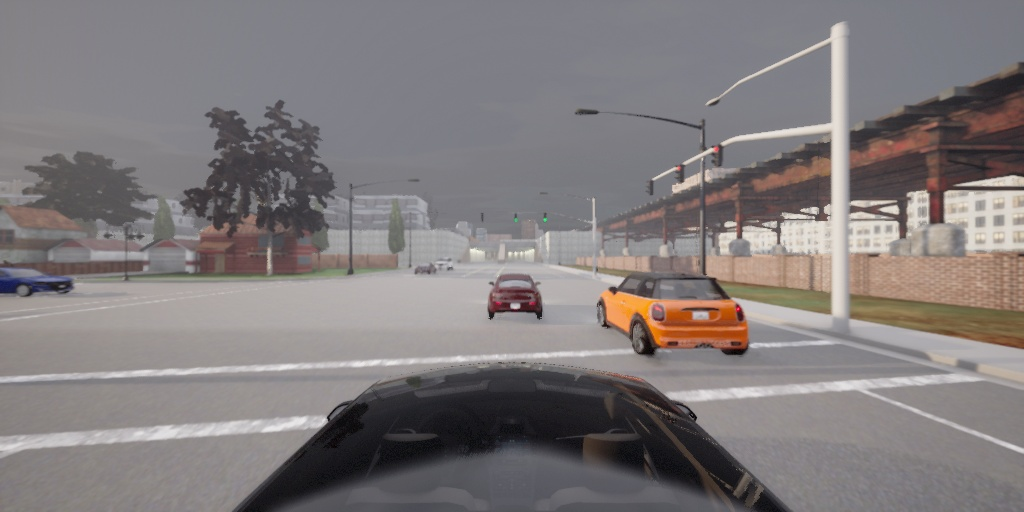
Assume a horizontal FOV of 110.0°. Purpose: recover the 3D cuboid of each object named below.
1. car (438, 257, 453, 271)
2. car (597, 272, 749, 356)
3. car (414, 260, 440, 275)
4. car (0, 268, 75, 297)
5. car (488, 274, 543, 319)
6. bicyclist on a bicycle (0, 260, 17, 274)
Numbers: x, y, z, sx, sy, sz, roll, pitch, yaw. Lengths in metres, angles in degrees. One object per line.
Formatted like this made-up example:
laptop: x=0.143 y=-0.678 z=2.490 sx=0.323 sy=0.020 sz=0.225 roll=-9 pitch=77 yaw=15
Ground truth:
car: x=-10.512 y=1.237 z=55.565 sx=2.150 sy=2.045 sz=5.566 roll=0 pitch=0 yaw=0
car: x=3.601 y=1.170 z=8.960 sx=2.097 sy=1.767 sz=4.553 roll=0 pitch=-1 yaw=0
car: x=-10.523 y=1.500 z=43.915 sx=1.812 sy=1.442 sz=4.674 roll=0 pitch=0 yaw=0
car: x=-26.878 y=1.367 z=19.381 sx=5.008 sy=1.535 sz=1.882 roll=0 pitch=0 yaw=-1
car: x=0.104 y=1.376 z=13.317 sx=1.812 sy=1.442 sz=4.674 roll=0 pitch=0 yaw=0
bicyclist on a bicycle: x=-41.459 y=1.145 z=29.482 sx=0.582 sy=1.620 sz=1.656 roll=0 pitch=0 yaw=-2
